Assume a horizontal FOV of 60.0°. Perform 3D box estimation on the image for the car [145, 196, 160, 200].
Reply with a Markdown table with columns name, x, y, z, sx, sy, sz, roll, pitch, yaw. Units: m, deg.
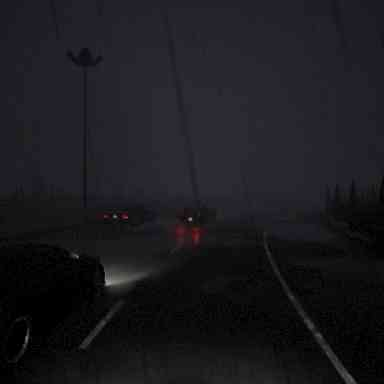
| name | x | y | z | sx | sy | sz | roll | pitch | yaw |
| --- | --- | --- | --- | --- | --- | --- | --- | --- | --- |
| car | -4.476 | 1.425 | 49.188 | 1.812 | 1.442 | 4.674 | 0 | 0 | 30 |

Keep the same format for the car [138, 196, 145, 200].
| name | x | y | z | sx | sy | sz | roll | pitch | yaw |
| --- | --- | --- | --- | --- | --- | --- | --- | --- | --- |
| car | -6.812 | 1.379 | 52.107 | 2.128 | 1.511 | 4.902 | 0 | 0 | 30 |

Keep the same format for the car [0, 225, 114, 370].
| name | x | y | z | sx | sy | sz | roll | pitch | yaw |
| --- | --- | --- | --- | --- | --- | --- | --- | --- | --- |
| car | -3.037 | 1.544 | 5.736 | 1.994 | 1.385 | 4.181 | 0 | 0 | 5 |

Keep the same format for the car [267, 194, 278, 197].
| name | x | y | z | sx | sy | sz | roll | pitch | yaw |
| --- | --- | --- | --- | --- | --- | --- | --- | --- | --- |
| car | 20.114 | 1.405 | 83.549 | 4.892 | 1.490 | 1.837 | 0 | 0 | -41 |

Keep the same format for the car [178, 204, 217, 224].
| name | x | y | z | sx | sy | sz | roll | pitch | yaw |
| --- | --- | --- | --- | --- | --- | --- | --- | --- | --- |
| car | 0.540 | 1.559 | 24.868 | 1.895 | 1.301 | 4.718 | 0 | 0 | 17 |

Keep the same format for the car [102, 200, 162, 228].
| name | x | y | z | sx | sy | sz | roll | pitch | yaw |
| --- | --- | --- | --- | --- | --- | --- | --- | --- | --- |
| car | -3.905 | 1.496 | 21.992 | 2.033 | 1.411 | 5.357 | 0 | 0 | 14 |

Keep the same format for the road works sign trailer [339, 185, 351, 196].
| name | x | y | z | sx | sy | sz | roll | pitch | yaw |
| --- | --- | --- | --- | --- | --- | --- | --- | --- | --- |
| road works sign trailer | 29.715 | 0.450 | 64.434 | 2.880 | 3.560 | 2.380 | 0 | 0 | -38 |

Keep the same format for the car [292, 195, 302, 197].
| name | x | y | z | sx | sy | sz | roll | pitch | yaw |
| --- | --- | --- | --- | --- | --- | --- | --- | --- | --- |
| car | 24.749 | 1.433 | 78.301 | 4.892 | 1.490 | 1.837 | 0 | 0 | -38 |

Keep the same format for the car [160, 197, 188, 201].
| name | x | y | z | sx | sy | sz | roll | pitch | yaw |
| --- | --- | --- | --- | --- | --- | --- | --- | --- | --- |
| car | -1.843 | 1.460 | 46.804 | 2.033 | 1.411 | 5.357 | 0 | 0 | 29 |
